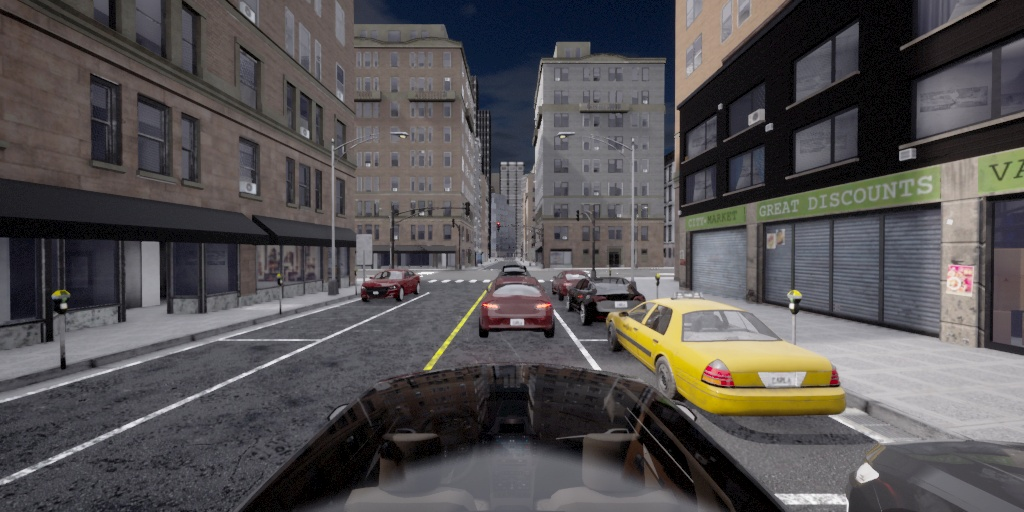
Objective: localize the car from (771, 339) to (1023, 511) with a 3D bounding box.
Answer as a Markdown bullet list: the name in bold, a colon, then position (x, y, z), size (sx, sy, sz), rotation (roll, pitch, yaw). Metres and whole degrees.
- **car**: position (2.871, 1.301, 0.365), size (2.007, 1.370, 4.403), rotation (0, 0, 0)

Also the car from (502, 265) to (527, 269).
- **car**: position (0.127, 1.248, 20.382), size (1.837, 1.490, 4.892), rotation (0, 0, 0)

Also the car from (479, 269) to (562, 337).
- **car**: position (0.106, 1.273, 10.103), size (1.812, 1.442, 4.674), rotation (0, 0, 0)

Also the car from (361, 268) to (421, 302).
- **car**: position (-5.647, 1.289, 17.134), size (1.888, 1.381, 4.507), rotation (0, 0, 0)

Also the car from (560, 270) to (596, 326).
- **car**: position (2.889, 1.312, 11.537), size (1.948, 1.339, 4.313), rotation (0, 0, 0)

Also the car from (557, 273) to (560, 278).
- **car**: position (2.898, 1.326, 17.123), size (1.802, 1.307, 4.207), rotation (0, 0, 0)

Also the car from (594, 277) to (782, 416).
- **car**: position (2.881, 1.274, 6.121), size (1.751, 1.417, 4.829), rotation (0, 0, 0)
